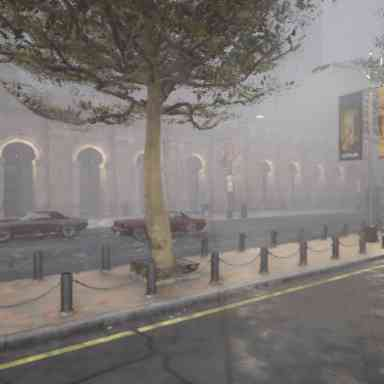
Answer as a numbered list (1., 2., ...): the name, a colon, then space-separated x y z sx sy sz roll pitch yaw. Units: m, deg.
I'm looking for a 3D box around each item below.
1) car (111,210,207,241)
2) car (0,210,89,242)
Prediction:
1. car: -1.639 1.609 16.894 4.718 1.301 1.895 0 0 -35
2. car: -7.742 1.598 16.464 4.718 1.301 1.895 0 0 -36
